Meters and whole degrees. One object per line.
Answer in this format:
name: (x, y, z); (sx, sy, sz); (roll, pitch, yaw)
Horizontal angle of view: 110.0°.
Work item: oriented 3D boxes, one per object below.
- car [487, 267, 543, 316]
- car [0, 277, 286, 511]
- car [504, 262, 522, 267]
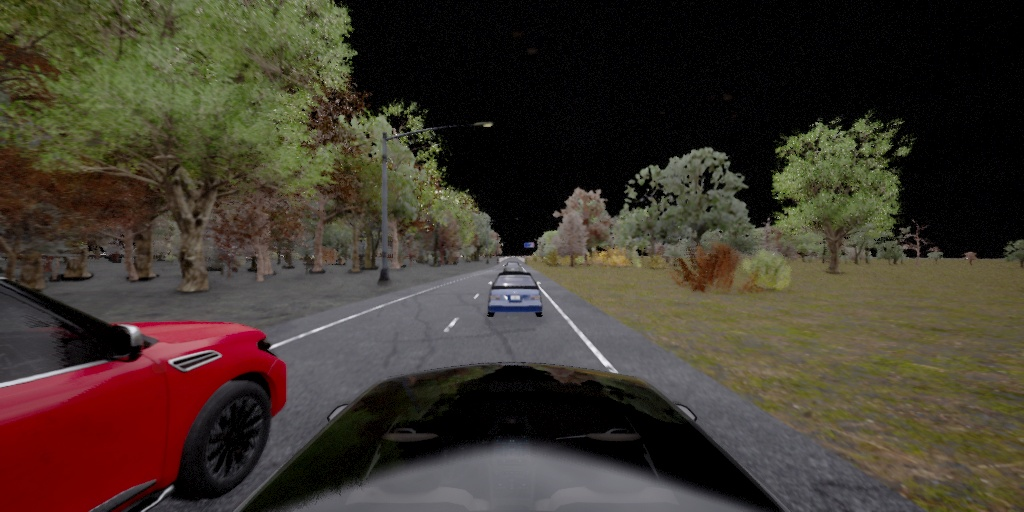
car: (0.097, 1.287, 13.185); (2.033, 1.411, 5.357); (0, 0, 0)
car: (-3.400, 0.972, 1.314); (2.150, 2.045, 5.566); (0, 0, 0)
car: (0.094, 1.285, 37.707); (1.994, 1.385, 4.181); (0, 0, 0)
